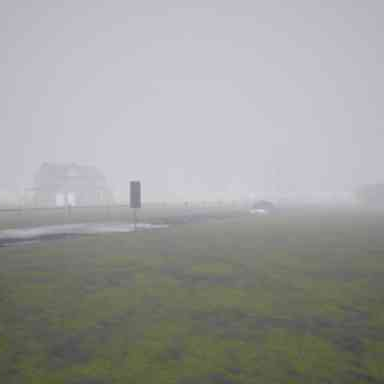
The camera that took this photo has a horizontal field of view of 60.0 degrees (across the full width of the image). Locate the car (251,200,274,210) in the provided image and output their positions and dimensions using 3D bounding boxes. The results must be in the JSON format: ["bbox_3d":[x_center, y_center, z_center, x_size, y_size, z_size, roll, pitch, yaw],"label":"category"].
[{"bbox_3d":[10.048,1.793,47.024,1.994,1.385,4.181,0,0,37],"label":"car"}]
